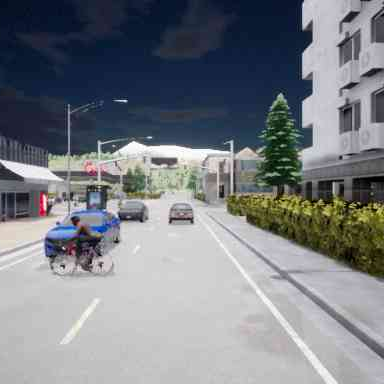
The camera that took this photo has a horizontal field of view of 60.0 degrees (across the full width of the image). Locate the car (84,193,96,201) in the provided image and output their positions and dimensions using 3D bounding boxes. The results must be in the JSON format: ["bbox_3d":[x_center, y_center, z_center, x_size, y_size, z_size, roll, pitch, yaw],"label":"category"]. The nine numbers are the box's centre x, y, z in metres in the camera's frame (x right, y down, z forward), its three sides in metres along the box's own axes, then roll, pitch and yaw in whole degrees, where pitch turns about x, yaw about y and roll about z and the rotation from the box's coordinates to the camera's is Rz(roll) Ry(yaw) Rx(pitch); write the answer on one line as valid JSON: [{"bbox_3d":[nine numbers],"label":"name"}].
[{"bbox_3d":[-25.782,1.268,84.172,1.905,1.878,3.866,0,0,-2],"label":"car"}]

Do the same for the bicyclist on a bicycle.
[{"bbox_3d":[-2.904,1.452,8.774,1.656,1.620,0.582,-1,0,-2],"label":"bicyclist on a bicycle"}]

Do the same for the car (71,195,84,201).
[{"bbox_3d":[-29.128,1.552,84.648,1.970,1.475,3.806,0,0,-2],"label":"car"}]

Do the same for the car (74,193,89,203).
[{"bbox_3d":[-21.406,1.489,66.456,2.007,1.523,4.514,0,0,-2],"label":"car"}]

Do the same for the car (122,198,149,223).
[{"bbox_3d":[-4.431,1.477,25.366,1.882,1.535,5.008,0,0,-2],"label":"car"}]

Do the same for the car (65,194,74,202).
[{"bbox_3d":[-28.747,1.289,76.177,1.932,1.855,4.605,0,0,-2],"label":"car"}]

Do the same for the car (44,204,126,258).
[{"bbox_3d":[-4.045,1.478,13.000,1.882,1.535,5.008,0,0,-2],"label":"car"}]

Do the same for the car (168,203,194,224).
[{"bbox_3d":[-0.803,1.547,25.009,2.033,1.411,5.357,0,0,-2],"label":"car"}]

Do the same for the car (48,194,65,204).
[{"bbox_3d":[-24.780,1.424,59.264,1.970,1.475,3.806,0,0,-2],"label":"car"}]
